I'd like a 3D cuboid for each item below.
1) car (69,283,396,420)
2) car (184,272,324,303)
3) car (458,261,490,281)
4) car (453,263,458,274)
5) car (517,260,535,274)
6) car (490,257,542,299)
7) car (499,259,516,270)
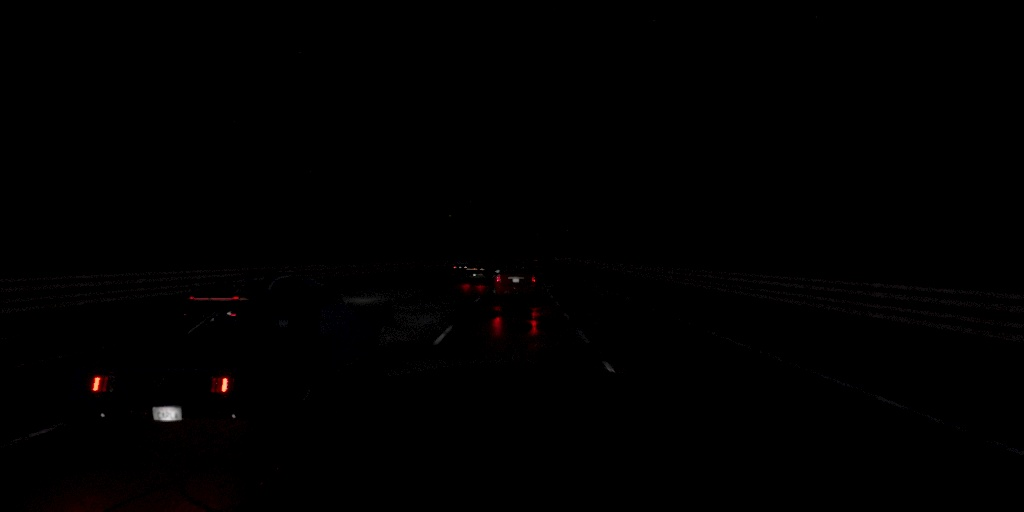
[{"bbox_3d":[-3.518,1.334,5.909,1.895,1.301,4.718,0,0,0],"label":"car"},{"bbox_3d":[-6.922,1.209,10.606,2.128,1.511,4.902,0,0,1],"label":"car"},{"bbox_3d":[-2.718,1.241,29.894,2.128,1.511,4.902,0,0,3],"label":"car"},{"bbox_3d":[-5.418,1.290,41.545,2.033,1.411,5.357,0,0,5],"label":"car"},{"bbox_3d":[1.753,1.287,43.159,1.837,1.490,4.892,0,0,5],"label":"car"},{"bbox_3d":[0.249,1.109,18.146,2.097,1.767,4.553,0,0,2],"label":"car"},{"bbox_3d":[-0.632,1.274,54.795,2.128,1.511,4.902,0,0,6],"label":"car"}]
